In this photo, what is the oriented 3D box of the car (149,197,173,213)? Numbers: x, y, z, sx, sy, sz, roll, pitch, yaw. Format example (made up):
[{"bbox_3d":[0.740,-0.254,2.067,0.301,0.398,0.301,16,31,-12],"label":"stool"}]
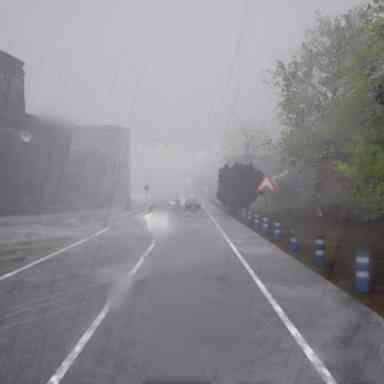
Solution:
[{"bbox_3d":[-3.329,1.445,34.470,1.895,1.301,4.718,0,0,0],"label":"car"}]

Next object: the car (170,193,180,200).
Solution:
[{"bbox_3d":[-3.587,0.986,70.058,1.895,1.301,4.718,0,1,-3],"label":"car"}]

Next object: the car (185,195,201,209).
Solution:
[{"bbox_3d":[0.129,1.411,41.879,1.895,1.301,4.718,0,0,0],"label":"car"}]

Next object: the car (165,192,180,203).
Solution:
[{"bbox_3d":[-3.272,0.974,55.561,2.150,2.045,5.566,0,0,0],"label":"car"}]
